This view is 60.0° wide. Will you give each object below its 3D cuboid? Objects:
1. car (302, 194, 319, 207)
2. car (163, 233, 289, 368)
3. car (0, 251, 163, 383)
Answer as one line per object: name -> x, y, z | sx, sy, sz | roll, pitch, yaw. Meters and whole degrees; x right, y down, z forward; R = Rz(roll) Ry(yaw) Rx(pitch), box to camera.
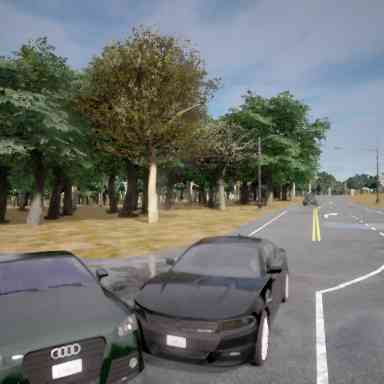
car -> 20.225, 1.445, 56.572 | 2.150, 2.045, 5.566 | -1, 0, 27
car -> 0.712, 1.611, 6.335 | 1.882, 1.535, 5.008 | 0, -2, 21
car -> -2.336, 1.644, 5.025 | 1.994, 1.385, 4.181 | 1, -2, -33
